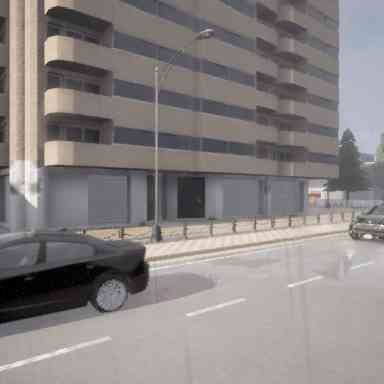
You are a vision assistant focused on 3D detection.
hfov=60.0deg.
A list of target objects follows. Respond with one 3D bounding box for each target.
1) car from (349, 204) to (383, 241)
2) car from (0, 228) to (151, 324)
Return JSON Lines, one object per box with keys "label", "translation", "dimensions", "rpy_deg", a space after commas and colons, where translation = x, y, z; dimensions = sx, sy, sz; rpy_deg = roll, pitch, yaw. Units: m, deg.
{"label": "car", "translation": [9.403, 1.359, 15.795], "dimensions": [4.553, 1.767, 2.097], "rpy_deg": [0, 0, -38]}
{"label": "car", "translation": [-3.195, 1.478, 6.072], "dimensions": [5.008, 1.535, 1.882], "rpy_deg": [0, 0, -35]}
